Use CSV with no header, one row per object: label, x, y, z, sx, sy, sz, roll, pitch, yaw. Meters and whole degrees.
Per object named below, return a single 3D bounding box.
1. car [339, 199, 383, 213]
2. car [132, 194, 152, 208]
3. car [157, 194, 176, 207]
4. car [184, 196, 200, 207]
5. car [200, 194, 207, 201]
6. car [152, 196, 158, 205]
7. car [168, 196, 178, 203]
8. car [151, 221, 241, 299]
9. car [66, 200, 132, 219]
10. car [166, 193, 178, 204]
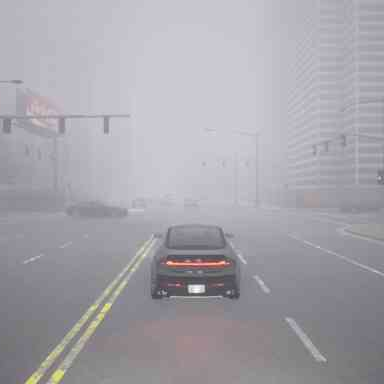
car,18.438,1.478,35.660,5.008,1.535,1.882,0,0,-1
car,-7.424,1.491,47.721,2.128,1.511,4.902,0,0,0
car,-3.927,1.526,51.699,1.812,1.442,4.674,0,0,0
car,-0.199,1.601,49.681,1.895,1.301,4.718,0,0,-1
car,2.897,1.355,88.700,2.097,1.767,4.553,0,0,0
car,-7.466,1.601,56.985,1.895,1.301,4.718,0,0,0
car,-3.983,1.595,71.324,1.895,1.301,4.718,0,0,0
car,0.054,1.505,8.443,1.837,1.490,4.892,0,0,-1
car,-7.980,1.477,28.139,5.008,1.535,1.882,0,0,-1
car,-3.977,1.221,61.278,2.150,2.045,5.566,0,0,0
